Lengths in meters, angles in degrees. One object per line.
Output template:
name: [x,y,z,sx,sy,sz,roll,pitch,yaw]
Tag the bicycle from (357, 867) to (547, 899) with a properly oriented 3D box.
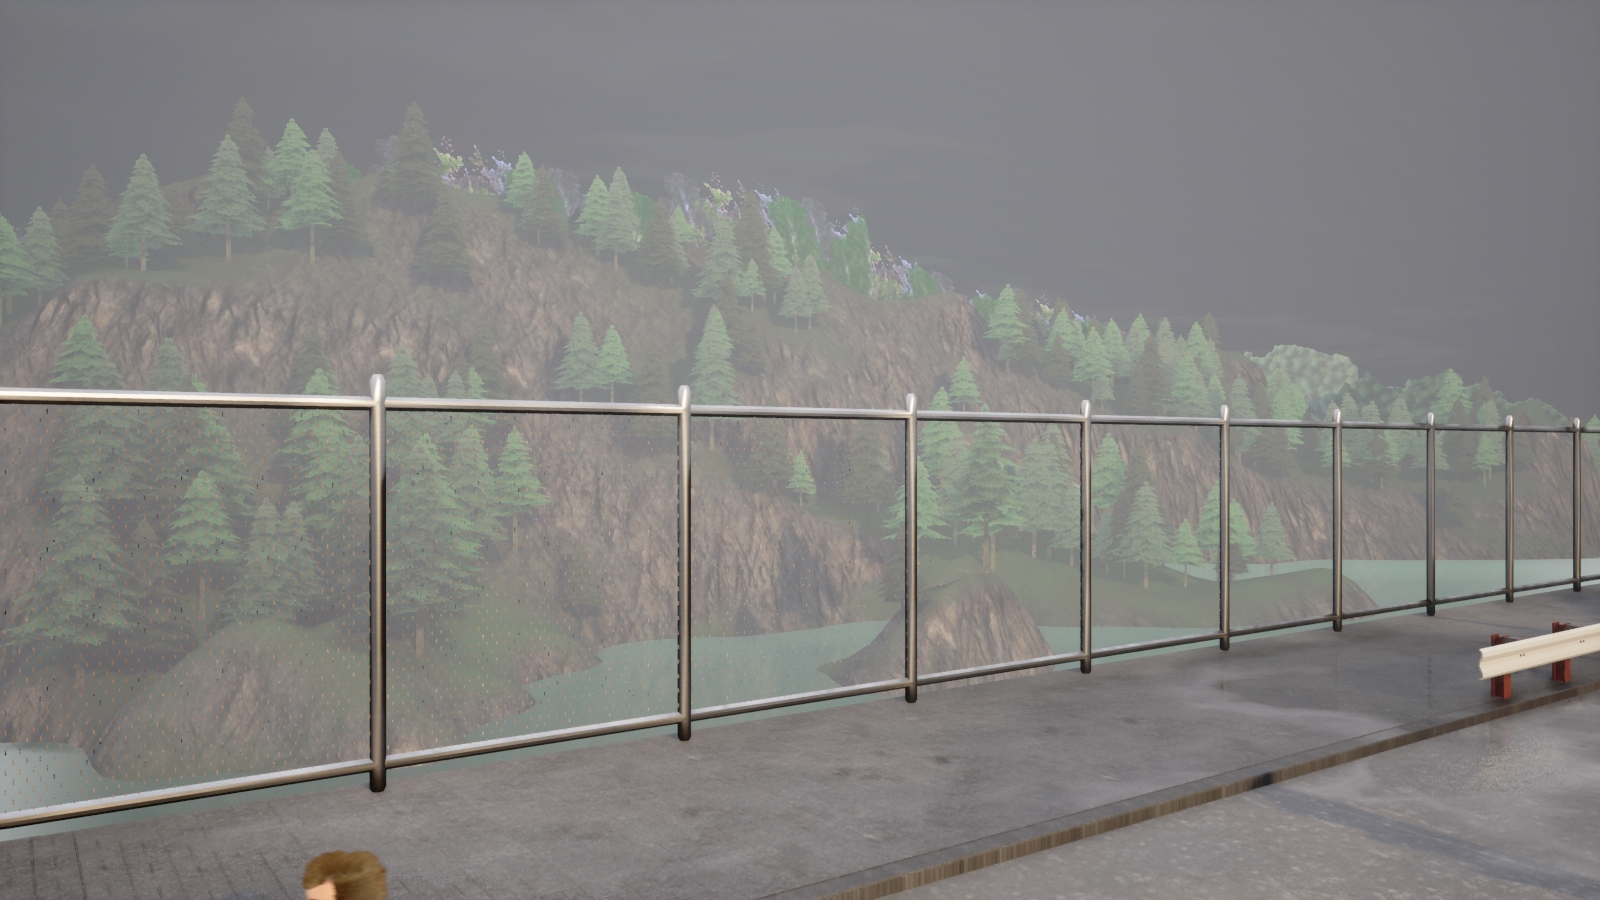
bicycle: [-1.428,2.156,3.378,1.487,1.276,0.859,0,0,-35]
